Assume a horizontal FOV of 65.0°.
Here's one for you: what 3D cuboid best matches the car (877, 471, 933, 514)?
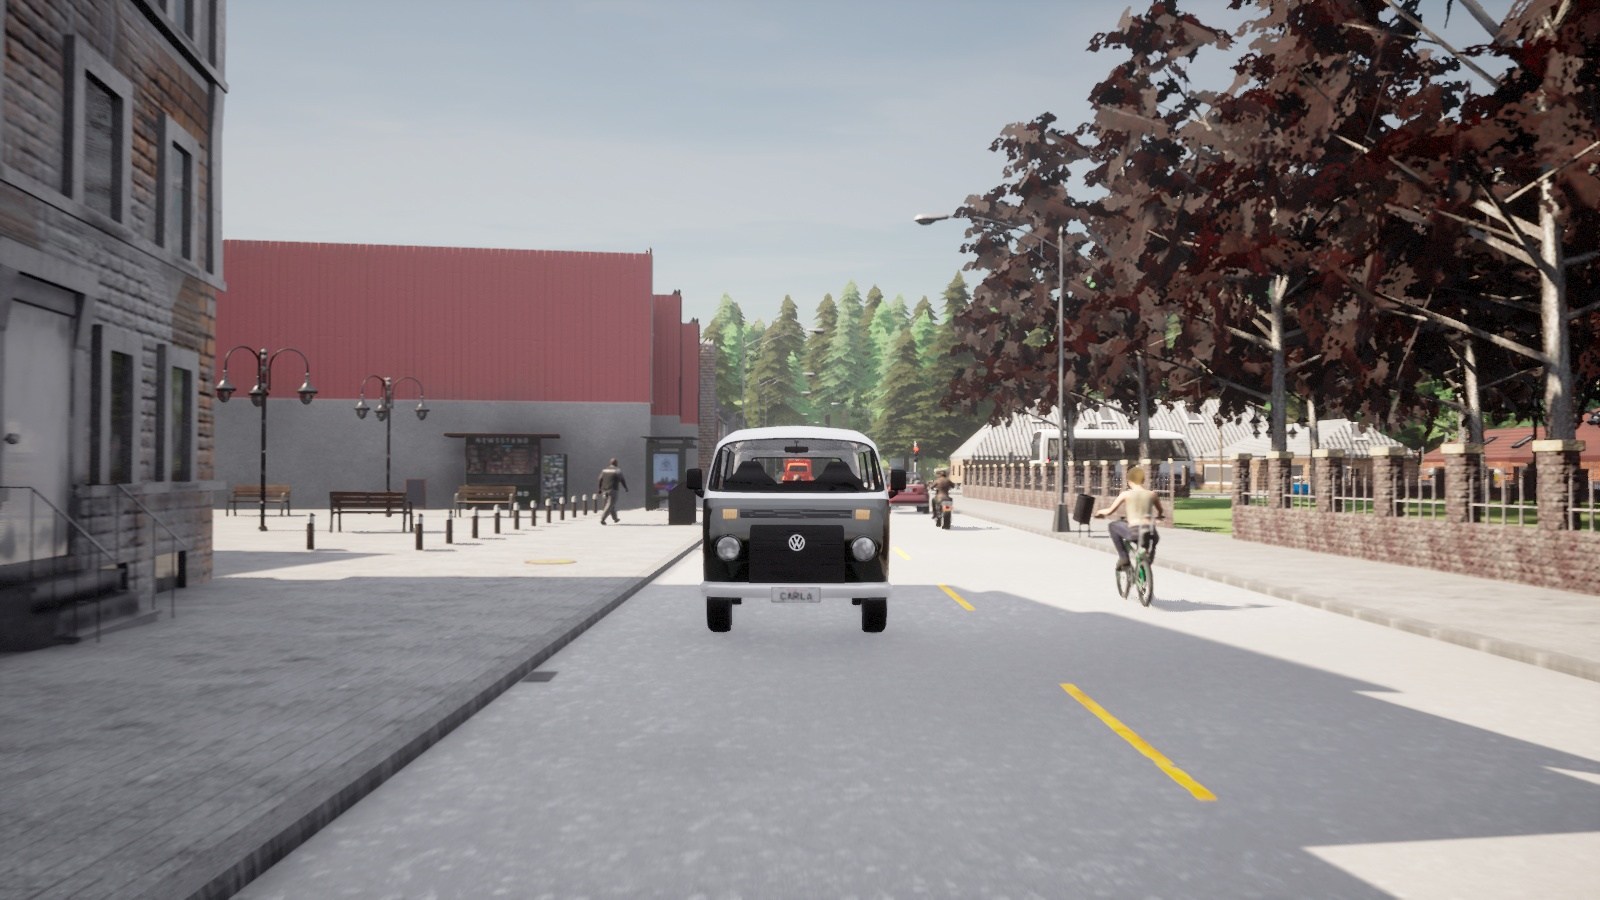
[{"bbox_3d":[3.920,1.571,47.373,1.789,1.549,3.705,0,-1,0],"label":"car"}]

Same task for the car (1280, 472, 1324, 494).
[{"bbox_3d":[31.847,2.076,79.700,2.207,1.376,1.481,-1,-1,-1],"label":"car"}]

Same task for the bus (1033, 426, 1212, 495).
[{"bbox_3d":[20.321,0.690,79.669,10.273,4.253,3.944,0,-1,-2],"label":"bus"}]

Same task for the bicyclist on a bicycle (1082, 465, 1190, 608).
[{"bbox_3d":[3.963,0.985,14.940,0.866,1.612,1.509,0,-1,0],"label":"bicyclist on a bicycle"}]

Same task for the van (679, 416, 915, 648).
[{"bbox_3d":[-0.034,0.761,13.321,2.069,2.038,4.480,0,-1,0],"label":"van"}]

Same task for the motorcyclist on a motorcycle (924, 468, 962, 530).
[{"bbox_3d":[3.934,1.331,34.736,0.766,1.649,2.350,0,-1,0],"label":"motorcyclist on a motorcycle"}]

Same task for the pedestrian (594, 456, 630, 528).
[{"bbox_3d":[-4.995,1.103,33.403,0.563,1.883,0.849,-1,-1,29],"label":"pedestrian"}]
